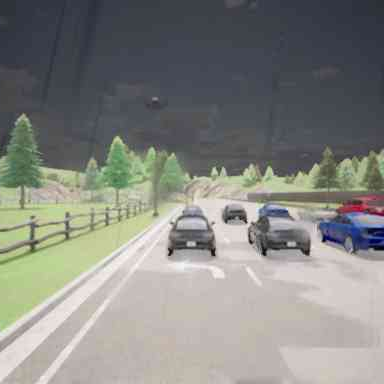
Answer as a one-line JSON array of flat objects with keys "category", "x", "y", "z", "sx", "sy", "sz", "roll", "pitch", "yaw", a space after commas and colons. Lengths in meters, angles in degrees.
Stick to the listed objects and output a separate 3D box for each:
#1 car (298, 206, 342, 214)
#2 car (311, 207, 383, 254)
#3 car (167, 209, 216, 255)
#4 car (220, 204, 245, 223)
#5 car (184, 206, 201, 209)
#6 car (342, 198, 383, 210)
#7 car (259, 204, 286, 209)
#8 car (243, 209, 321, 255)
[{"category": "car", "x": 10.551, "y": 1.899, "z": 28.230, "sx": 1.895, "sy": 1.301, "sz": 4.718, "roll": 0, "pitch": -1, "yaw": 1}, {"category": "car", "x": 7.013, "y": 1.628, "z": 14.248, "sx": 1.882, "sy": 1.535, "sz": 5.008, "roll": 0, "pitch": 0, "yaw": 1}, {"category": "car", "x": 0.008, "y": 1.672, "z": 13.918, "sx": 1.812, "sy": 1.442, "sz": 4.674, "roll": 0, "pitch": 0, "yaw": 1}, {"category": "car", "x": 3.555, "y": 1.807, "z": 28.505, "sx": 1.837, "sy": 1.490, "sz": 4.892, "roll": 0, "pitch": 0, "yaw": 1}, {"category": "car", "x": 0.040, "y": 1.837, "z": 27.533, "sx": 2.033, "sy": 1.411, "sz": 5.357, "roll": 0, "pitch": -1, "yaw": 0}, {"category": "car", "x": 14.041, "y": 1.516, "z": 27.549, "sx": 2.150, "sy": 2.045, "sz": 5.566, "roll": 0, "pitch": 0, "yaw": 0}, {"category": "car", "x": 7.067, "y": 1.785, "z": 29.252, "sx": 1.882, "sy": 1.535, "sz": 5.008, "roll": 0, "pitch": 0, "yaw": 1}, {"category": "car", "x": 3.508, "y": 1.672, "z": 13.902, "sx": 1.812, "sy": 1.442, "sz": 4.674, "roll": 0, "pitch": 0, "yaw": 1}]
